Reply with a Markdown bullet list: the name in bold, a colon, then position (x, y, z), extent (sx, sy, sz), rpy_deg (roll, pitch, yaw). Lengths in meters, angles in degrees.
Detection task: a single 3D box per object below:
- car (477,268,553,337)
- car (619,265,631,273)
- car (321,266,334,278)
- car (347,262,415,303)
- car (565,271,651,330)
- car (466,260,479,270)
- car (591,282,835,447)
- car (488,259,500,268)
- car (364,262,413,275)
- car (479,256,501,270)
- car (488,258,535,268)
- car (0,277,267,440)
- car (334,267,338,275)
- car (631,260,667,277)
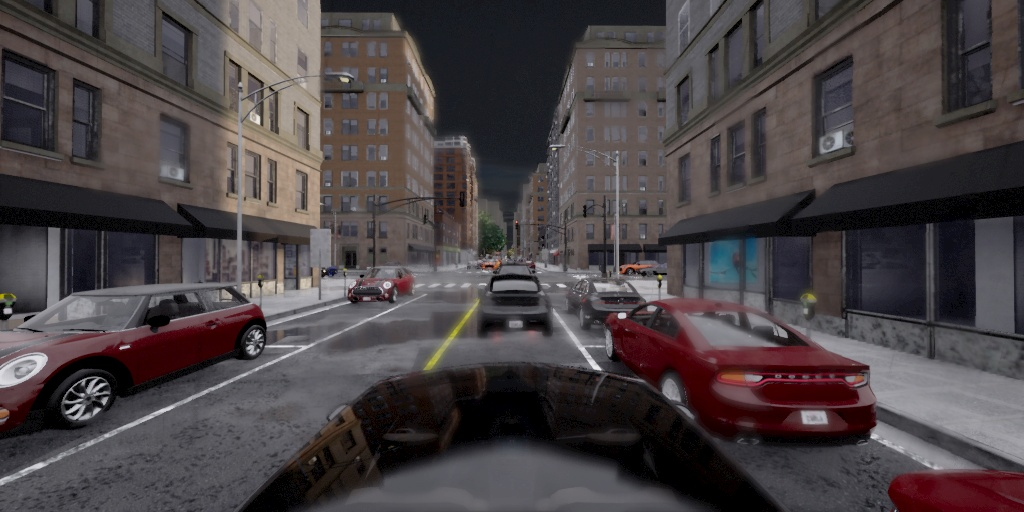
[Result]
- **car**: position (0.056, 1.258, 10.313), extent (1.837, 1.490, 4.892), rpy_deg (0, 0, -1)
- **car**: position (14.024, 1.222, 39.265), extent (4.553, 1.767, 2.097), rpy_deg (0, 0, 0)
- **car**: position (-18.020, 0.869, 29.159), extent (5.566, 2.045, 2.150), rpy_deg (0, 0, 0)
- **car**: position (-5.835, 1.195, 16.389), extent (1.967, 1.591, 4.097), rpy_deg (0, 0, 0)
- **car**: position (2.683, 1.303, 10.889), extent (2.007, 1.370, 4.403), rpy_deg (0, 0, 0)
- **car**: position (-5.909, 1.346, 54.750), extent (2.007, 1.370, 4.403), rpy_deg (0, 0, 0)
- **car**: position (2.675, 1.296, 5.397), extent (1.888, 1.381, 4.507), rpy_deg (0, 0, 0)
- **car**: position (-3.181, 1.291, 63.026), extent (1.882, 1.535, 5.008), rpy_deg (0, 0, 0)
- **car**: position (-13.333, 1.349, 38.933), extent (4.718, 1.301, 1.895), rpy_deg (0, 0, -1)
- **car**: position (-3.117, 1.142, 51.293), extent (2.097, 1.767, 4.553), rpy_deg (0, 0, 0)
- **car**: position (0.120, 1.108, 17.728), extent (2.097, 1.767, 4.553), rpy_deg (0, 0, 0)
- **car**: position (-5.852, 1.190, 5.403), extent (1.967, 1.591, 4.097), rpy_deg (0, 0, 0)
- **car**: position (-18.410, 1.150, 32.413), extent (5.008, 1.535, 1.882), rpy_deg (0, 0, 0)
- **car**: position (15.189, 1.395, 36.004), extent (5.357, 1.411, 2.033), rpy_deg (0, 0, 0)
